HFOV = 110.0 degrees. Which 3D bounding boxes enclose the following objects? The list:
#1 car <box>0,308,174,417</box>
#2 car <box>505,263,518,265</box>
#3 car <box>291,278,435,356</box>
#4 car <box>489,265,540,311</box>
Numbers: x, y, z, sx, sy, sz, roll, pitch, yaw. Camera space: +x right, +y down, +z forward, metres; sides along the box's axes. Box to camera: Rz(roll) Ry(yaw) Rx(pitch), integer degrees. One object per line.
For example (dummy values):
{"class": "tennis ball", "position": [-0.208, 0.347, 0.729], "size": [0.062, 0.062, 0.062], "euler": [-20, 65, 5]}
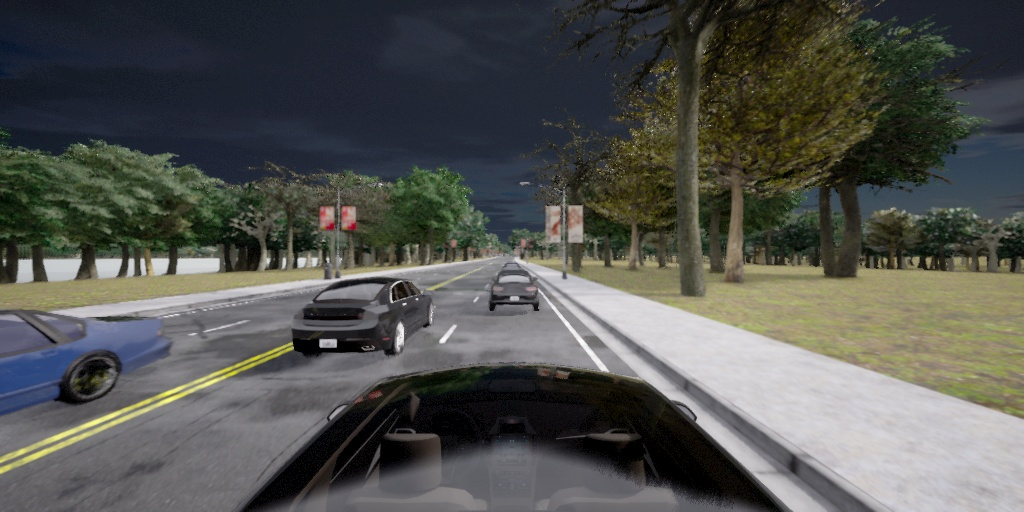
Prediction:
{"class": "car", "position": [-6.600, 1.298, 3.569], "size": [2.033, 1.411, 5.357], "euler": [0, 0, 0]}
{"class": "car", "position": [-0.001, 1.327, 34.945], "size": [1.994, 1.385, 4.181], "euler": [0, 0, 0]}
{"class": "car", "position": [-3.156, 1.256, 8.576], "size": [1.837, 1.490, 4.892], "euler": [0, 0, 0]}
{"class": "car", "position": [0.084, 1.279, 14.458], "size": [1.812, 1.442, 4.674], "euler": [0, 0, 0]}
